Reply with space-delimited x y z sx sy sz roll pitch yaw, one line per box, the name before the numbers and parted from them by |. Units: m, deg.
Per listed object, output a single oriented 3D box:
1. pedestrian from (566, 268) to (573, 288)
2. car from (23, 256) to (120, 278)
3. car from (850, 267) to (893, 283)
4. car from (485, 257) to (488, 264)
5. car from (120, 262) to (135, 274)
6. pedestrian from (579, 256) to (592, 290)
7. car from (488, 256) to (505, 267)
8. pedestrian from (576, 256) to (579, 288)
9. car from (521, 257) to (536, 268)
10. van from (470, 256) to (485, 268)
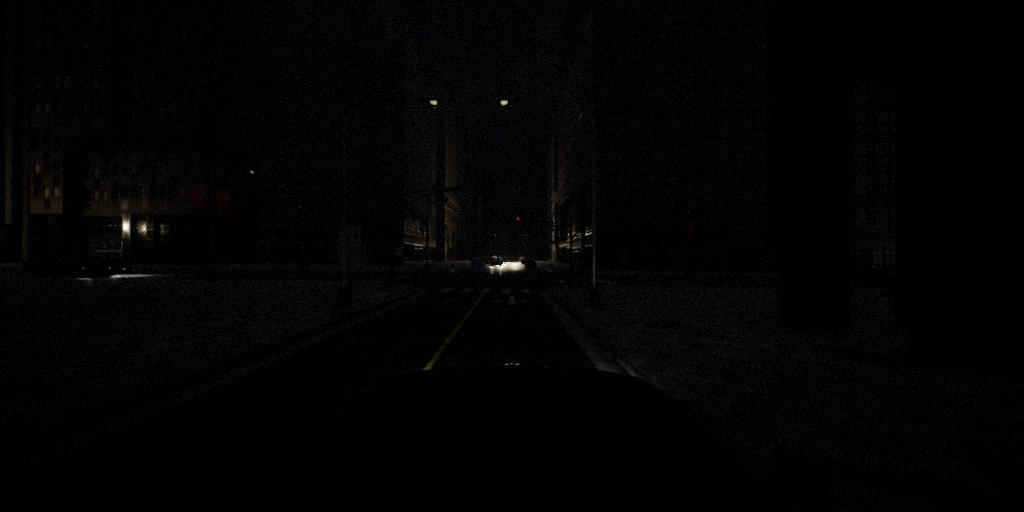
pedestrian | 3.335 1.243 20.304 0.500 1.100 0.500 0 0 0
car | -32.319 0.773 26.162 5.008 1.535 1.882 1 0 0
car | 31.082 1.688 32.475 5.357 1.411 2.033 1 0 0
car | -5.591 1.197 62.297 1.802 1.307 4.207 0 0 0
car | -33.777 0.847 29.426 4.181 1.385 1.994 1 0 0
pedestrian | 3.930 0.864 19.045 0.375 1.860 0.375 0 0 0
car | -2.743 1.135 63.799 1.812 1.442 4.674 0 0 1
pedestrian | 3.835 0.863 19.703 0.375 1.860 0.375 0 0 0
car | 2.896 1.197 56.591 1.948 1.339 4.313 0 0 0
van | -5.629 0.973 56.648 1.690 1.789 3.998 0 0 0
